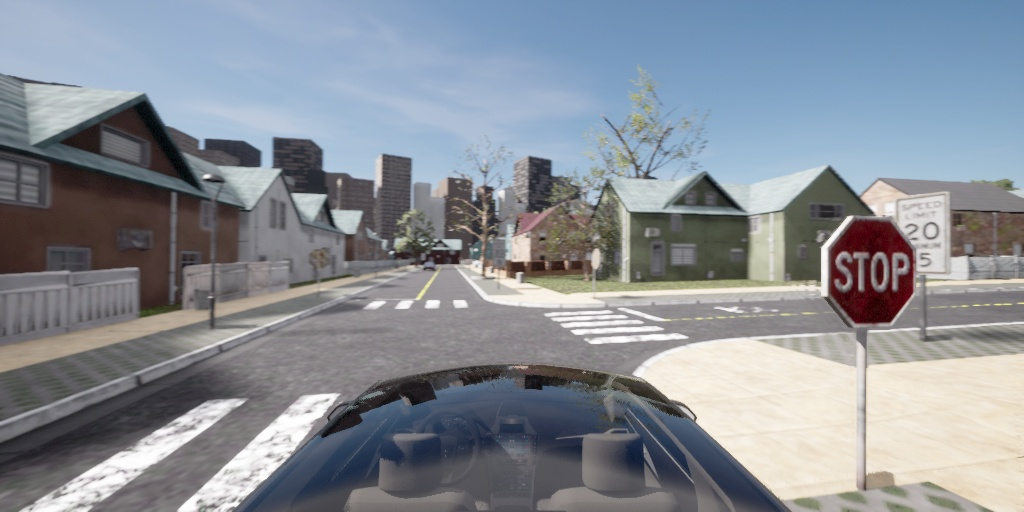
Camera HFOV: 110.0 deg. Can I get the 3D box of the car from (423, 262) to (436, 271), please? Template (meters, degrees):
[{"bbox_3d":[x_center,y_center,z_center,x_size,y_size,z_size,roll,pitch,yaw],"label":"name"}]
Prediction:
[{"bbox_3d":[-12.992,1.648,56.523,2.033,1.411,5.357,1,-1,-10],"label":"car"}]
